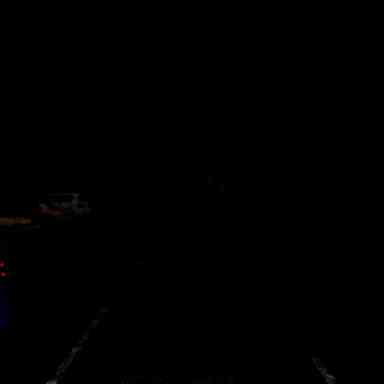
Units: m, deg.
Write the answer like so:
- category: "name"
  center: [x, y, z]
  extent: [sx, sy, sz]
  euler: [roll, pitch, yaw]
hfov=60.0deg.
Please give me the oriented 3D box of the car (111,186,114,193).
- category: "car"
  center: [-23.177, -0.008, 84.356]
  extent: [4.892, 1.521, 2.231]
  euler: [0, 2, 0]

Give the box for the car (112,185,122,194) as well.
- category: "car"
  center: [-22.955, -0.340, 92.583]
  extent: [5.366, 1.575, 1.946]
  euler: [0, 2, 0]

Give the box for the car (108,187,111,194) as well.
- category: "car"
  center: [-23.192, 0.089, 81.439]
  extent: [5.008, 1.535, 2.097]
  euler: [0, 2, 0]

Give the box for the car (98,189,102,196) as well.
- category: "car"
  center: [-23.426, 0.308, 73.206]
  extent: [5.366, 1.575, 1.946]
  euler: [0, 1, 0]

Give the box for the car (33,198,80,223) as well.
- category: "car"
  center: [-10.319, 1.376, 21.128]
  extent: [5.366, 1.575, 1.946]
  euler: [0, 0, 0]

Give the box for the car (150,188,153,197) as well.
- category: "car"
  center: [-10.247, 0.505, 62.048]
  extent: [4.792, 1.488, 2.163]
  euler: [0, 1, 0]

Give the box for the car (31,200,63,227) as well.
- category: "car"
  center: [-10.152, 1.386, 18.351]
  extent: [4.892, 1.521, 2.231]
  euler: [0, 0, 0]

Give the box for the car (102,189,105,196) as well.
- category: "car"
  center: [-23.197, 0.280, 75.861]
  extent: [4.792, 1.488, 2.163]
  euler: [0, 1, 0]

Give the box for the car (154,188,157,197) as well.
- category: "car"
  center: [-10.184, 0.413, 67.613]
  extent: [5.008, 1.535, 2.097]
  euler: [0, 1, 0]

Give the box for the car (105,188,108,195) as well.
- category: "car"
  center: [-23.207, 0.174, 78.651]
  extent: [5.008, 1.535, 2.097]
  euler: [0, 2, 0]

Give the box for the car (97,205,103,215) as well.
- category: "car"
  center: [-10.115, 1.366, 26.680]
  extent: [5.008, 1.535, 2.097]
  euler: [0, 0, 0]

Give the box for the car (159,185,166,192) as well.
- category: "car"
  center: [-10.105, -0.345, 89.905]
  extent: [4.553, 1.767, 2.185]
  euler: [0, 2, 0]

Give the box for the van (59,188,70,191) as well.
- category: "van"
  center: [-23.186, 0.275, 59.246]
  extent: [4.442, 1.987, 1.878]
  euler: [1, 1, 0]

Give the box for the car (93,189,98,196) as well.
- category: "car"
  center: [-23.440, 0.362, 70.411]
  extent: [5.366, 1.575, 1.946]
  euler: [0, 1, 0]

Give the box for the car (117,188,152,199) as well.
- category: "car"
  center: [-10.203, 0.533, 59.264]
  extent: [4.792, 1.488, 2.163]
  euler: [0, 1, 0]

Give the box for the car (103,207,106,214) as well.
- category: "car"
  center: [-10.069, 1.389, 29.456]
  extent: [4.792, 1.488, 2.163]
  euler: [0, 0, 0]

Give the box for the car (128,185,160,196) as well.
- category: "car"
  center: [-10.203, 0.117, 70.402]
  extent: [5.566, 2.045, 2.435]
  euler: [0, 1, 0]

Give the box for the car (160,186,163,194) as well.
- category: "car"
  center: [-10.086, -0.037, 81.549]
  extent: [4.553, 1.767, 2.185]
  euler: [0, 2, 0]

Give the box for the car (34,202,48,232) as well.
- category: "car"
  center: [-9.973, 1.389, 15.575]
  extent: [5.366, 1.575, 1.946]
  euler: [0, 0, 0]

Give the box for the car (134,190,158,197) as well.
- category: "car"
  center: [-10.154, 0.316, 73.195]
  extent: [4.892, 1.521, 2.231]
  euler: [0, 1, 0]

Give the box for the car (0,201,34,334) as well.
- category: "car"
  center: [-3.361, 1.203, 1.897]
  extent: [2.150, 2.045, 5.566]
  euler: [0, 0, 0]

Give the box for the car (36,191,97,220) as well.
- category: "car"
  center: [-10.150, 1.121, 23.904]
  extent: [5.566, 2.045, 2.435]
  euler: [0, 0, 0]

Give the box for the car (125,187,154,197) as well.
- category: "car"
  center: [-10.235, 0.322, 64.833]
  extent: [4.553, 1.767, 2.185]
  euler: [0, 1, 0]

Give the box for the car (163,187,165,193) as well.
- category: "car"
  center: [-10.073, 0.023, 84.340]
  extent: [4.792, 1.488, 2.163]
  euler: [0, 2, 0]
